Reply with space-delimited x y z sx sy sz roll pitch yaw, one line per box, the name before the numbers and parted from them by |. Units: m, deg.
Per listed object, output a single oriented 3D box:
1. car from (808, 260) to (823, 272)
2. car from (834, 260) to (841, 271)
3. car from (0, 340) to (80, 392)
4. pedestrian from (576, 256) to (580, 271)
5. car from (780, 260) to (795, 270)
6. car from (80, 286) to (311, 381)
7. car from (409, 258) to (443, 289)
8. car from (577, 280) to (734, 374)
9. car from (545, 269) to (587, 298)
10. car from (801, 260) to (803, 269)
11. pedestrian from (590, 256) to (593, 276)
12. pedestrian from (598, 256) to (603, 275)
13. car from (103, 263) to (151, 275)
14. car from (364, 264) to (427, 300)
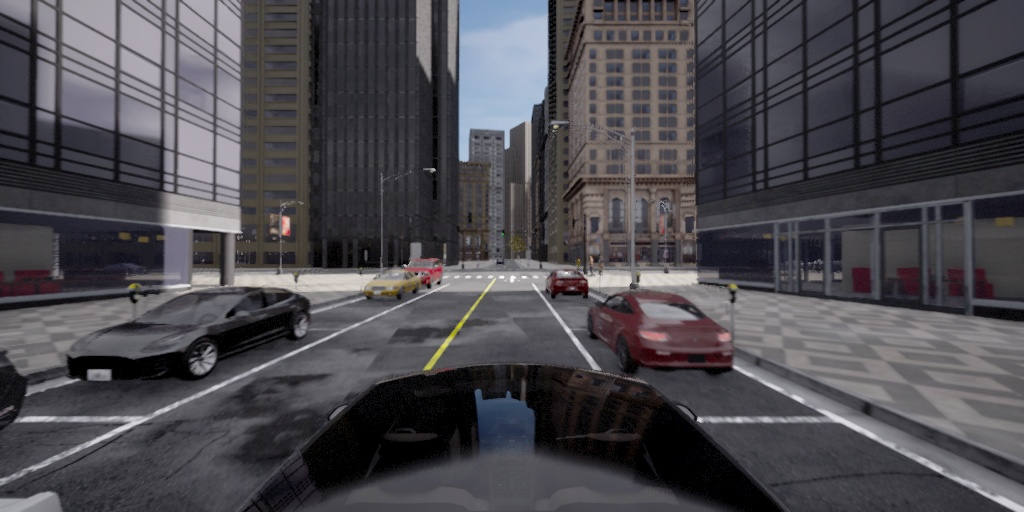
car | 39.777 1.239 44.136 5.357 1.411 2.033 0 -1 0
car | 40.276 1.012 40.879 4.553 1.767 2.097 0 -1 0
car | -5.856 1.300 1.804 2.007 1.370 4.403 0 0 0
pedestrian | 6.134 0.927 33.513 0.375 1.860 0.375 0 -1 0
car | 39.712 1.277 50.677 4.674 1.442 1.812 0 -1 1
car | -5.856 1.316 7.263 1.948 1.339 4.313 0 0 0
car | -5.857 1.085 23.640 2.192 1.841 5.009 0 0 0
car | 2.669 1.333 7.260 1.802 1.307 4.207 0 0 0
car | 2.668 1.307 18.179 1.888 1.381 4.507 0 0 0
car | 41.049 1.246 47.426 4.674 1.442 1.812 0 -1 1
pedestrian | 7.135 0.904 32.314 0.375 1.860 0.375 0 -1 0
pedestrian | 8.135 0.853 32.914 0.375 1.860 0.375 0 -1 0
car | -43.796 1.484 40.784 4.181 1.385 1.994 0 -1 0
car | -5.857 1.286 18.011 1.751 1.417 4.829 0 0 0
